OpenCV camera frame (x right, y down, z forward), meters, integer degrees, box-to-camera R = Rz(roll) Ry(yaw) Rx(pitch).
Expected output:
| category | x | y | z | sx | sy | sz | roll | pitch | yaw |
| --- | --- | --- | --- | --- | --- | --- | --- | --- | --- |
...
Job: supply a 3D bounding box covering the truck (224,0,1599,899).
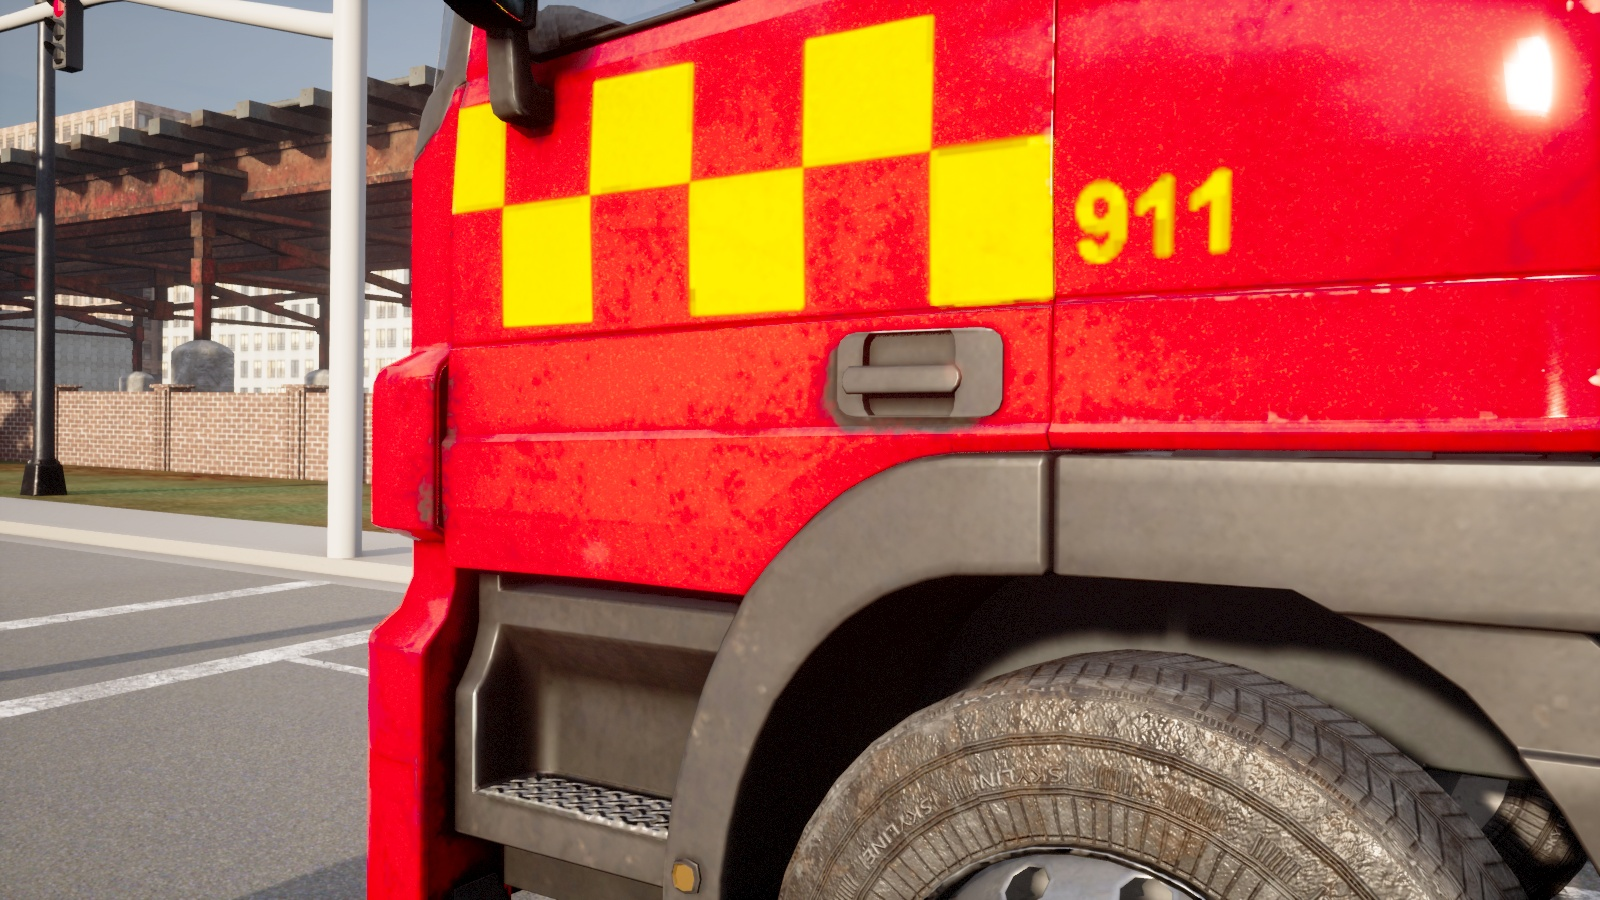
| category | x | y | z | sx | sy | sz | roll | pitch | yaw |
| --- | --- | --- | --- | --- | --- | --- | --- | --- | --- |
| truck | 3.107 | -0.482 | 1.535 | 8.468 | 3.827 | 2.891 | 0 | 1 | 34 |
